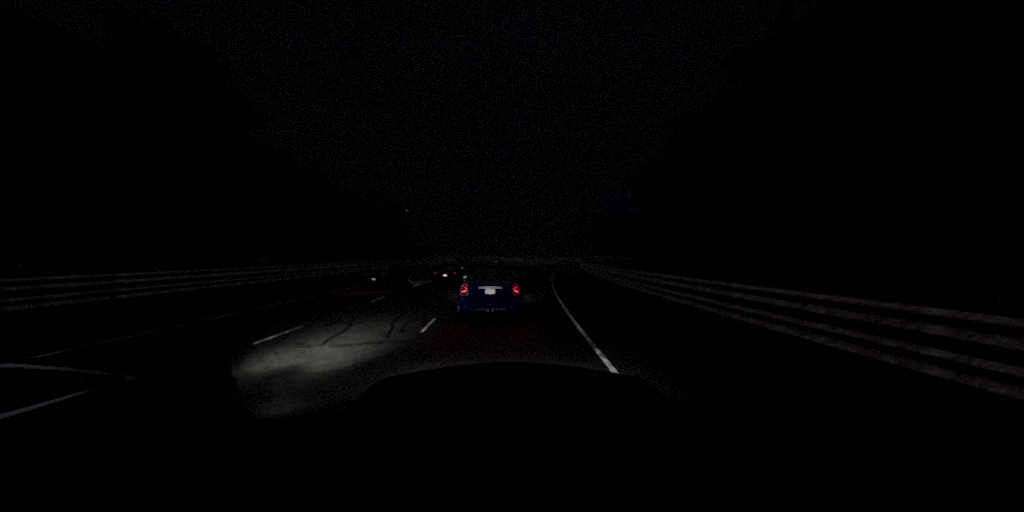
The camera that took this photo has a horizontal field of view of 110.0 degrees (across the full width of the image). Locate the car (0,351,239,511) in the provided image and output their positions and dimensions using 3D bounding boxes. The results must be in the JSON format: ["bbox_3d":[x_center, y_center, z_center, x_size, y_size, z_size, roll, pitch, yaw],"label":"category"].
[{"bbox_3d":[-3.713,1.234,1.771,2.128,1.511,4.902,0,0,-2],"label":"car"}]

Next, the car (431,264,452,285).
[{"bbox_3d":[-4.555,1.272,26.051,1.994,1.385,4.181,0,0,-2],"label":"car"}]

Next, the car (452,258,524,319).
[{"bbox_3d":[-0.728,1.091,12.937,2.097,1.767,4.553,0,0,-2],"label":"car"}]

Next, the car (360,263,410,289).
[{"bbox_3d":[-7.974,1.182,22.938,1.882,1.535,5.008,0,0,-2],"label":"car"}]

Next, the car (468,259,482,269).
[{"bbox_3d":[-5.485,1.211,53.922,1.812,1.442,4.674,0,0,-2],"label":"car"}]
